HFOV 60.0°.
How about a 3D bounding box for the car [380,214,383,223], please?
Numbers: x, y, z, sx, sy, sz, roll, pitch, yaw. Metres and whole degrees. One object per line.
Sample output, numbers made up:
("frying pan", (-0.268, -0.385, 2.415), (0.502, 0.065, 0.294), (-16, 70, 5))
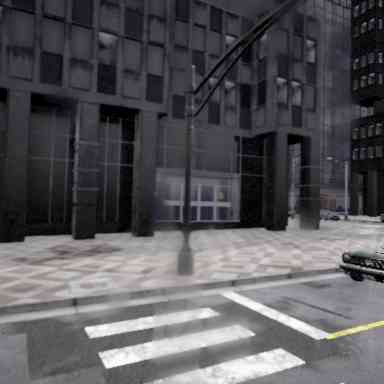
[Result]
("car", (19.781, 2.456, 30.273), (2.128, 1.511, 4.902), (3, -2, -28))

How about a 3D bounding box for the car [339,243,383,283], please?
("car", (6.471, 1.914, 9.465), (4.718, 1.301, 1.895), (1, -2, -27))

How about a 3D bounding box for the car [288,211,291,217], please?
("car", (13.023, 3.072, 50.377), (1.994, 1.385, 4.181), (3, -2, -27))

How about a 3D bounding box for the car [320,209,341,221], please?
("car", (15.242, 2.727, 39.109), (1.994, 1.385, 4.181), (3, -2, -27))
